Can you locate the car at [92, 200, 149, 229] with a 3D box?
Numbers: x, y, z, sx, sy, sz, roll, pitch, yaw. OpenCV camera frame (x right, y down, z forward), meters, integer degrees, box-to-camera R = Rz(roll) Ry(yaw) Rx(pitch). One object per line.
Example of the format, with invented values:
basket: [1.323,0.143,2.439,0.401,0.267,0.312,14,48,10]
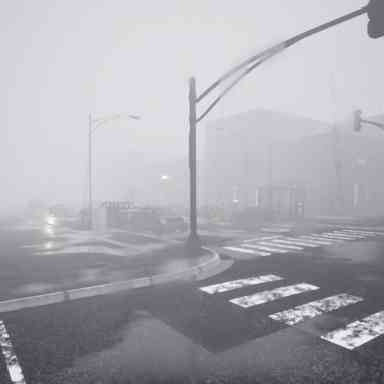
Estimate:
car: [-5.346,1.616,24.862,2.192,1.841,5.009,-1,0,-36]

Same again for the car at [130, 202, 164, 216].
car: [-5.290,1.911,38.893,2.008,1.369,4.403,-1,0,-36]

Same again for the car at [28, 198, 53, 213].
car: [-22.080,1.952,47.645,2.192,1.841,5.009,-1,0,-36]

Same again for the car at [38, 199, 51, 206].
car: [-35.510,2.495,80.041,1.752,1.417,4.829,-1,0,-36]

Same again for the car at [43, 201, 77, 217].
car: [-15.382,2.053,38.532,2.008,1.369,4.403,-1,0,-36]

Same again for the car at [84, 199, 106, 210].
car: [-15.333,2.003,52.563,1.967,1.590,4.097,-1,0,-36]

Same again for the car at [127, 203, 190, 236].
car: [-1.997,1.674,20.305,1.967,1.590,4.097,-1,0,-36]

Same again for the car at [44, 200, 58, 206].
car: [-32.062,2.445,75.347,1.887,1.381,4.507,-1,0,-36]

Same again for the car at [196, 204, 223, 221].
car: [1.303,1.753,29.916,1.752,1.417,4.829,-1,0,-36]

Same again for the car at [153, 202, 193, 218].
car: [-2.044,1.821,34.473,1.752,1.417,4.829,-1,0,-36]

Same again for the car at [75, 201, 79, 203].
car: [-22.022,2.280,61.677,1.802,1.307,4.206,-1,0,-36]

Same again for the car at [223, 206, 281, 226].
car: [4.751,1.725,25.222,1.947,1.339,4.313,-1,0,-36]

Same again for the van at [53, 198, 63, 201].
van: [-28.721,2.174,70.790,1.690,1.788,3.998,-1,0,-36]

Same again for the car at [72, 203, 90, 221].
car: [-8.688,1.919,29.419,2.008,1.369,4.403,-1,0,-36]

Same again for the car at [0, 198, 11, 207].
car: [-42.194,2.358,74.961,2.192,1.841,5.009,-1,0,-36]
